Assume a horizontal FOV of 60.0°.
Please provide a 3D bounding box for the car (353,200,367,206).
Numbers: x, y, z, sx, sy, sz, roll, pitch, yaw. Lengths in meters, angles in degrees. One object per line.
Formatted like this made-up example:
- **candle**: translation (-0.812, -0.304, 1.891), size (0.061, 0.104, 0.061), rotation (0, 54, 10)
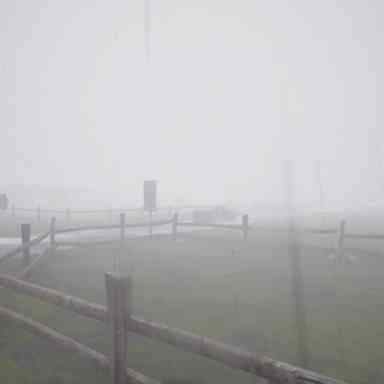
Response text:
- **car**: translation (42.565, 2.787, 84.964), size (2.128, 1.511, 4.902), rotation (-1, -1, 35)

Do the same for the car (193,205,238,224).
- **car**: translation (2.025, 1.788, 27.107), size (1.882, 1.535, 5.008), rotation (-1, -1, 35)
